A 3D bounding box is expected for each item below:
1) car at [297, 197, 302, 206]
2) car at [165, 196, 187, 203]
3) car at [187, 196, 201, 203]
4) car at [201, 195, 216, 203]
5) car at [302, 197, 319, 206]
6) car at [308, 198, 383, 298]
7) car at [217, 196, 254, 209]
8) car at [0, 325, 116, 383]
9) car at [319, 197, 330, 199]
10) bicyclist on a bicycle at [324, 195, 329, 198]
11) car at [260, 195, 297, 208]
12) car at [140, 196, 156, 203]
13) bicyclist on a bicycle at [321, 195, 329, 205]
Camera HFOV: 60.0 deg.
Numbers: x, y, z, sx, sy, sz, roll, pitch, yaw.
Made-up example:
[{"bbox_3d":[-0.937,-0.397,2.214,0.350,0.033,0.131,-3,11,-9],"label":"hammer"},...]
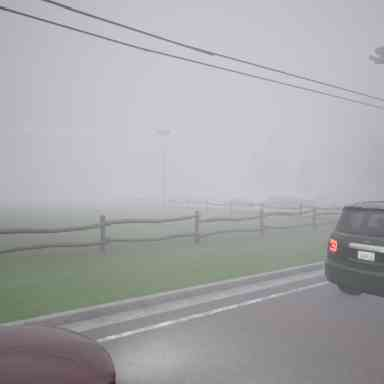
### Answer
[{"bbox_3d":[13.051,1.354,48.406,2.097,1.767,4.553,0,0,-34],"label":"car"},{"bbox_3d":[-3.609,1.509,66.877,1.837,1.490,4.892,0,0,-34],"label":"car"},{"bbox_3d":[-0.843,1.495,69.035,2.128,1.511,4.902,0,0,-34],"label":"car"},{"bbox_3d":[2.274,1.508,70.648,1.837,1.490,4.892,0,0,-34],"label":"car"},{"bbox_3d":[16.132,1.528,50.097,1.812,1.442,4.674,0,0,-34],"label":"car"},{"bbox_3d":[5.304,1.222,7.387,5.566,2.045,2.150,0,0,-34],"label":"car"},{"bbox_3d":[6.228,1.549,46.001,2.033,1.411,5.357,0,0,-34],"label":"car"},{"bbox_3d":[-2.734,1.526,1.874,4.674,1.442,1.812,0,0,-34],"label":"car"},{"bbox_3d":[19.875,1.528,50.804,1.812,1.442,4.674,0,0,-34],"label":"car"},{"bbox_3d":[22.146,1.305,54.459,1.656,1.620,0.582,0,0,-44],"label":"bicyclist on a bicycle"},{"bbox_3d":[11.294,1.354,44.747,2.097,1.767,4.553,0,0,-34],"label":"car"},{"bbox_3d":[-9.007,1.508,68.624,1.837,1.490,4.892,0,0,-34],"label":"car"},{"bbox_3d":[22.010,1.305,55.006,0.582,1.620,1.656,0,0,43],"label":"bicyclist on a bicycle"}]
